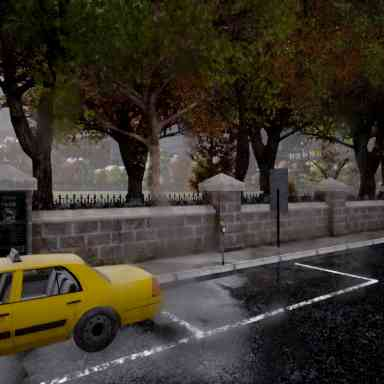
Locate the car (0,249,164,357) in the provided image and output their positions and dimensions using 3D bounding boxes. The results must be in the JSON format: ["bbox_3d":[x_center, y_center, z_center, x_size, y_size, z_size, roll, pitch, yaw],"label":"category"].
[{"bbox_3d":[-2.749,1.525,4.598,4.829,1.417,1.752,0,0,-35],"label":"car"}]
